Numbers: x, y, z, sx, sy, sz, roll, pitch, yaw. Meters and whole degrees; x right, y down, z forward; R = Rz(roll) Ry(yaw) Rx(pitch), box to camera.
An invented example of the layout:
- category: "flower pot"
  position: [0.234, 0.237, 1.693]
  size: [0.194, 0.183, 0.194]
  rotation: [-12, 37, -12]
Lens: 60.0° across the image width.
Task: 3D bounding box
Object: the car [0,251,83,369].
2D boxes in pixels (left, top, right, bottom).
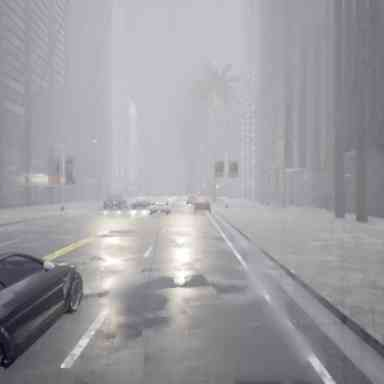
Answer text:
- category: "car"
  position: [-3.151, 1.560, 4.951]
  size: [1.994, 1.385, 4.181]
  rotation: [0, 0, 0]

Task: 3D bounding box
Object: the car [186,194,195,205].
- category: "car"
  position: [-0.014, 1.553, 56.969]
  size: [1.994, 1.385, 4.181]
  rotation: [0, 0, 0]

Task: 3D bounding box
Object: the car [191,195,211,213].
- category: "car"
  position: [1.128, 1.461, 37.338]
  size: [1.882, 1.535, 5.008]
  rotation: [0, 0, 0]

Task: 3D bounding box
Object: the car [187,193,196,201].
- category: "car"
  position: [-0.022, 1.237, 80.426]
  size: [2.097, 1.767, 4.553]
  rotation: [0, 0, 0]

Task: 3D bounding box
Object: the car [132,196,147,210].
- category: "car"
  position: [-6.588, 1.584, 43.220]
  size: [1.895, 1.301, 4.718]
  rotation: [0, 0, 0]

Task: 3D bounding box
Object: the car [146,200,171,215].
- category: "car"
  position: [-3.160, 1.584, 34.064]
  size: [1.895, 1.301, 4.718]
  rotation: [0, 0, 0]

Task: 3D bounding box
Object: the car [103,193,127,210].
- category: "car"
  position: [-9.836, 1.205, 42.929]
  size: [2.150, 2.045, 5.566]
  rotation: [0, 0, 0]
